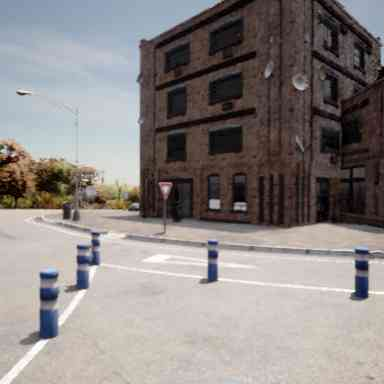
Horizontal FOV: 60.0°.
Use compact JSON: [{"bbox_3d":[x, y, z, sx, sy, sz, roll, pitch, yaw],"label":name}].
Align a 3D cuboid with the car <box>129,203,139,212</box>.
[{"bbox_3d":[-8.267,2.453,51.334,2.002,1.452,4.674,2,-3,11],"label":"car"}]
